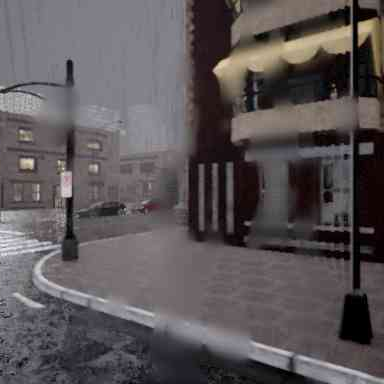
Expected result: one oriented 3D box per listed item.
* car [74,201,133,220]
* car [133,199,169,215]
[{"bbox_3d":[-7.117,1.353,26.126,1.947,1.339,4.313,1,1,35],"label":"car"},{"bbox_3d":[-3.813,1.304,30.765,1.802,1.307,4.206,1,1,35],"label":"car"}]
